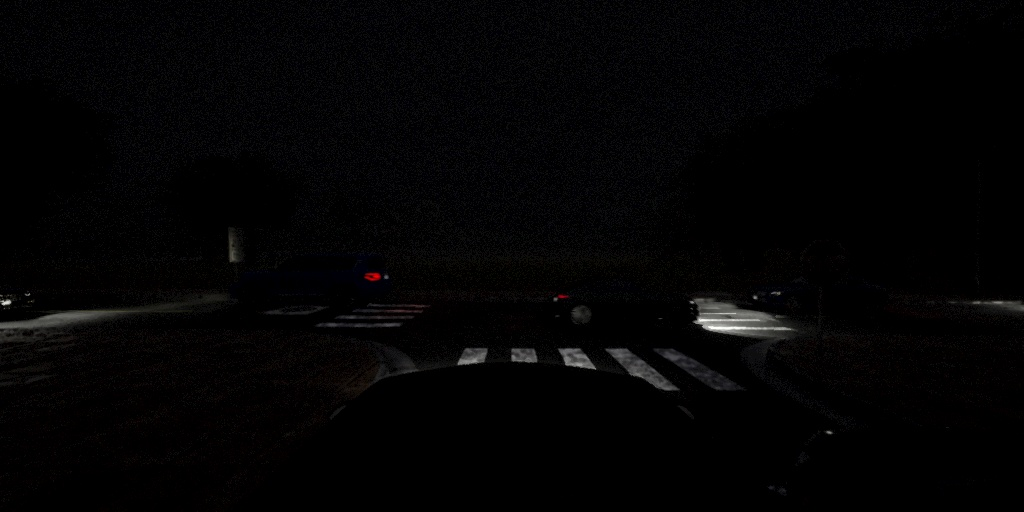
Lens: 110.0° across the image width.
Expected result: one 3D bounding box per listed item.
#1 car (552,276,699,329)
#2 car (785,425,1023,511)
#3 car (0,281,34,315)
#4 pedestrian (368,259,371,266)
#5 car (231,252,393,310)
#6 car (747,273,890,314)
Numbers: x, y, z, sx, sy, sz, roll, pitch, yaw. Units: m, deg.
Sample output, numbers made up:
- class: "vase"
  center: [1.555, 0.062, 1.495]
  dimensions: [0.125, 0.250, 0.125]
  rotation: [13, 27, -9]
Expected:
- class: "car"
  center: [3.332, 1.326, 10.925]
  dimensions: [4.181, 1.385, 1.994]
  rotation: [1, 0, 0]
- class: "car"
  center: [2.638, 1.302, 0.563]
  dimensions: [2.007, 1.370, 4.403]
  rotation: [0, 0, 0]
- class: "car"
  center: [-17.743, 1.195, 10.874]
  dimensions: [4.892, 1.490, 1.837]
  rotation: [0, 1, 0]
- class: "pedestrian"
  center: [-6.888, 0.740, 16.737]
  dimensions: [0.375, 1.860, 0.375]
  rotation: [0, 1, 0]
- class: "car"
  center: [-7.518, 0.884, 13.833]
  dimensions: [5.566, 2.045, 2.150]
  rotation: [0, 1, 0]
- class: "car"
  center: [11.726, 1.352, 13.852]
  dimensions: [4.674, 1.442, 1.812]
  rotation: [1, 1, 0]
